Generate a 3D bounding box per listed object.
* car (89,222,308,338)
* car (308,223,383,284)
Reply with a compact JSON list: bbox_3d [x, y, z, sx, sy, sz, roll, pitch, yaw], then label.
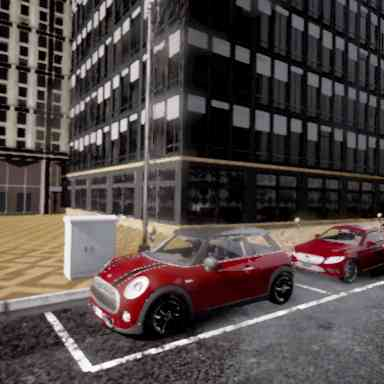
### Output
[{"bbox_3d":[0.116,1.466,6.613,4.097,1.590,1.967,0,1,-35],"label":"car"},{"bbox_3d":[4.696,1.646,9.791,4.206,1.307,1.802,0,1,-35],"label":"car"}]
